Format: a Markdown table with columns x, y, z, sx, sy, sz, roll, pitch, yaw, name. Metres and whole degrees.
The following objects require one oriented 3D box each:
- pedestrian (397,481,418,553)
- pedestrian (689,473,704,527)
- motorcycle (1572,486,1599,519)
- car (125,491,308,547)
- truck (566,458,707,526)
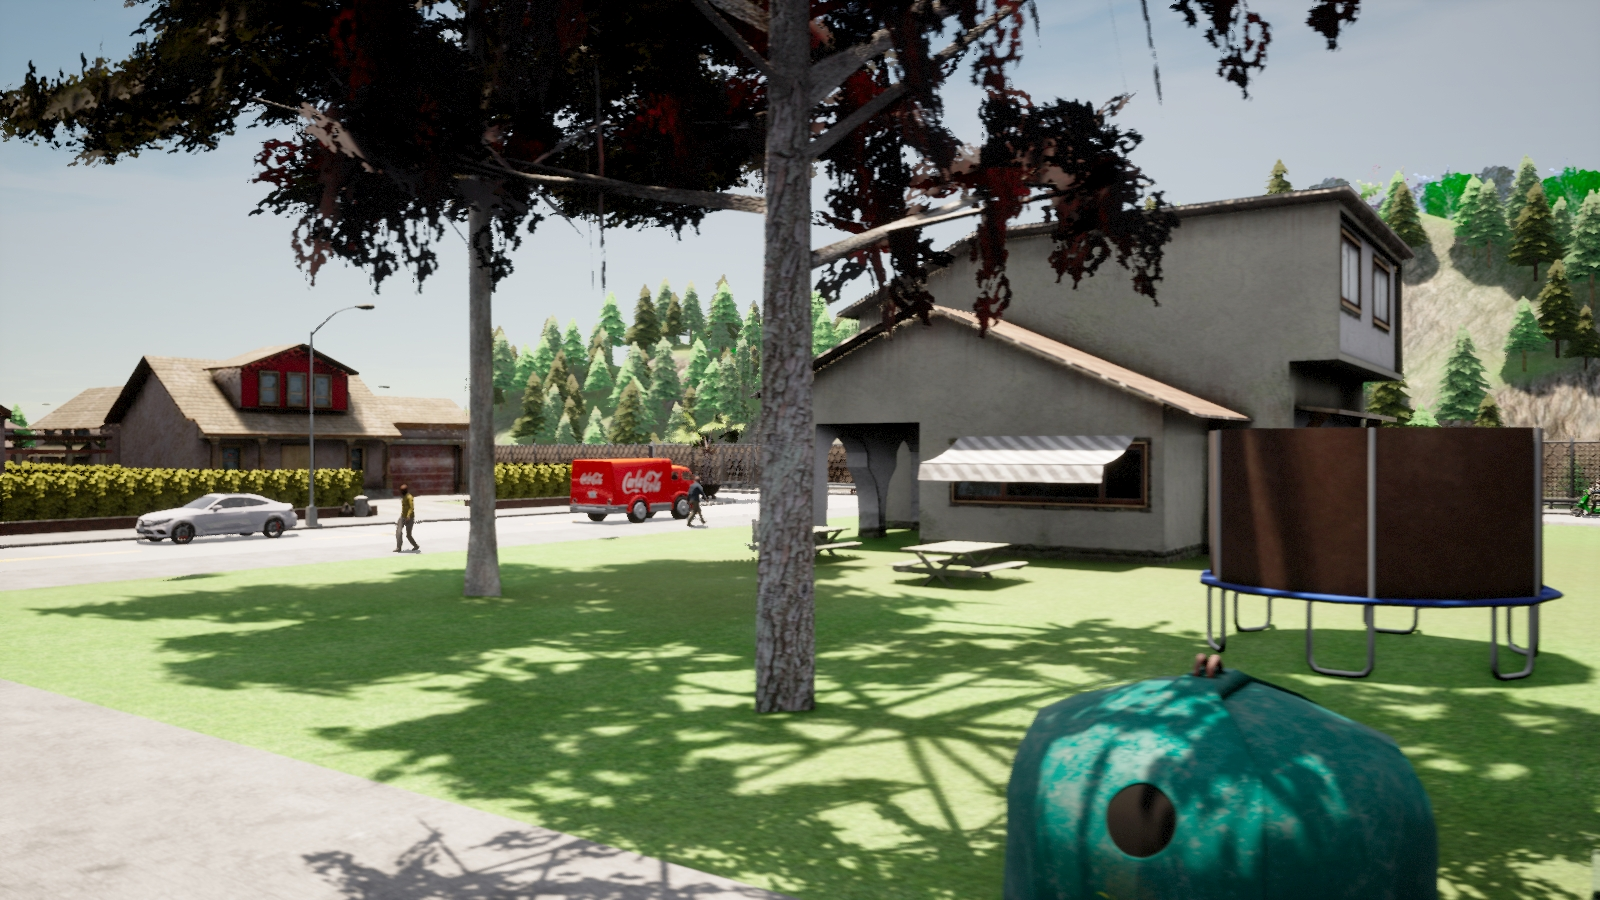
| x | y | z | sx | sy | sz | roll | pitch | yaw | name |
| --- | --- | --- | --- | --- | --- | --- | --- | --- | --- |
| -10.301 | 1.742 | 30.010 | 0.375 | 1.860 | 0.375 | 0 | 0 | 35 | pedestrian |
| -3.585 | 1.744 | 39.698 | 0.375 | 1.860 | 0.375 | 0 | 0 | 45 | pedestrian |
| 32.740 | 2.142 | 46.807 | 1.805 | 1.316 | 0.856 | 0 | 0 | 35 | motorcycle |
| -18.083 | 2.081 | 35.610 | 2.002 | 1.442 | 4.674 | 0 | 0 | 35 | car |
| -6.367 | 1.568 | 45.091 | 2.627 | 2.467 | 5.204 | 0 | 0 | 35 | truck |
